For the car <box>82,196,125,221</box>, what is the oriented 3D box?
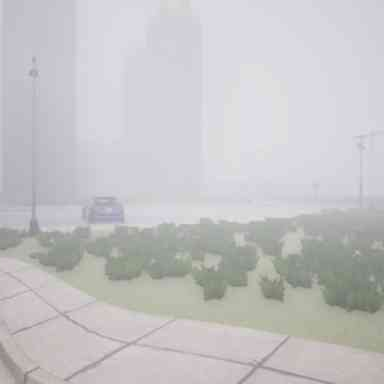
[{"bbox_3d":[-5.913,1.090,21.874,2.242,1.667,4.611,0,1,-26],"label":"car"}]
